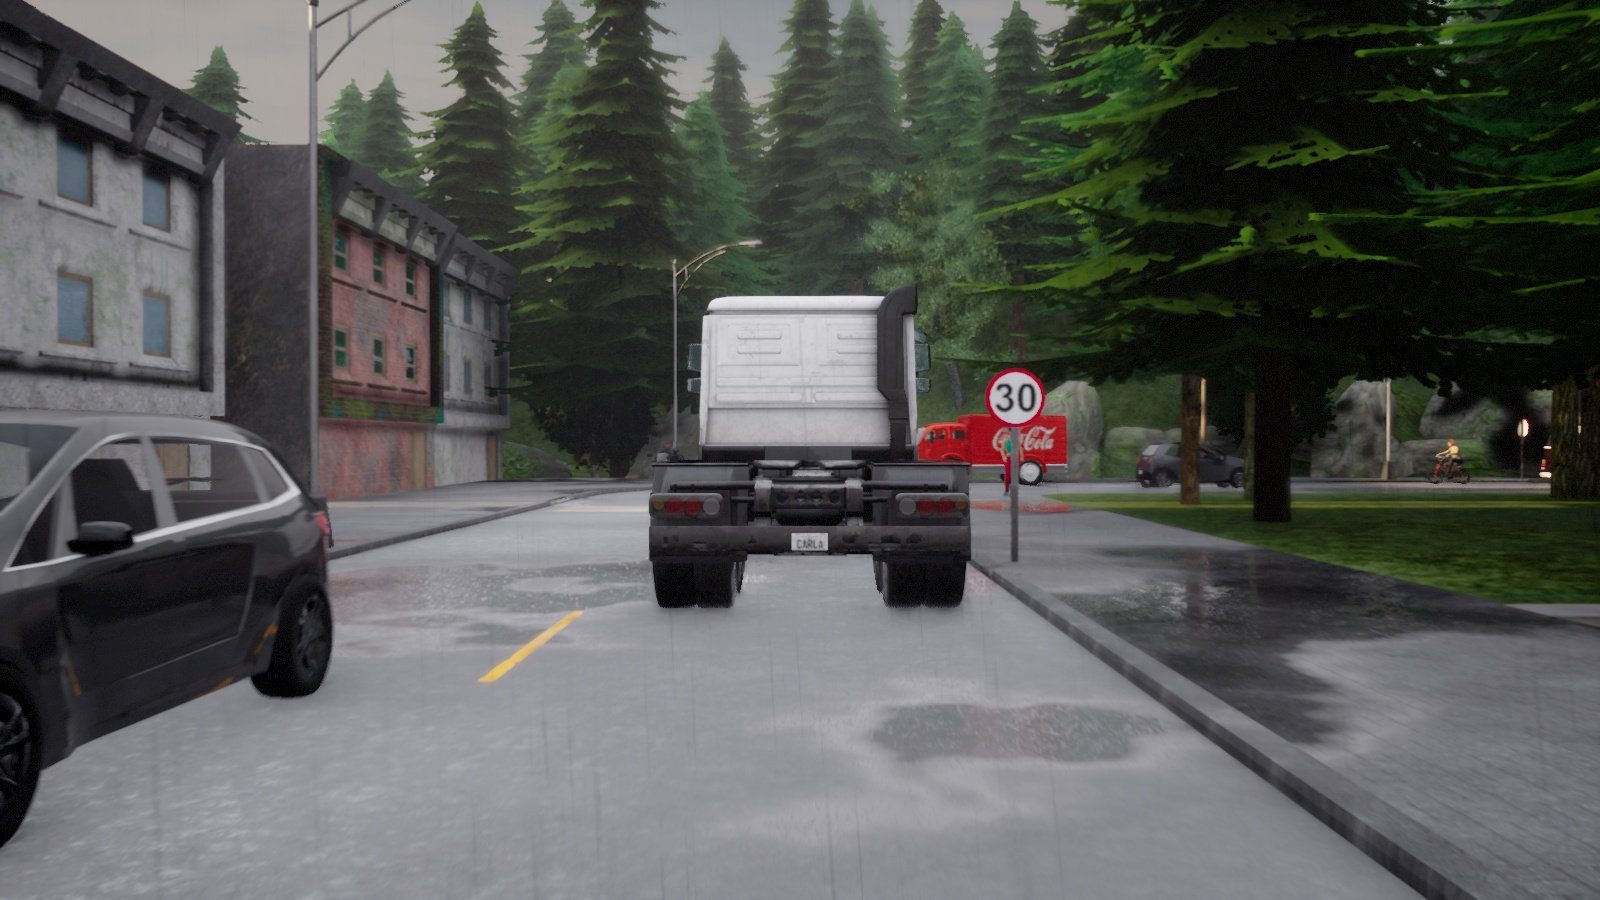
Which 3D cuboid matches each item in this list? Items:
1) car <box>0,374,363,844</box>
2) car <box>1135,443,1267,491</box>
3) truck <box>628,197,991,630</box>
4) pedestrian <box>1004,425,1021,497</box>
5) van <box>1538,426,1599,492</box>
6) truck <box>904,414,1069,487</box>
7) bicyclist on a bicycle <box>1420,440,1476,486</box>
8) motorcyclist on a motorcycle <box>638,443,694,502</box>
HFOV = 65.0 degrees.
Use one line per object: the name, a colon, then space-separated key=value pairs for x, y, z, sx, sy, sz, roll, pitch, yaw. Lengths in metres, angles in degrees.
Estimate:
car: x=-3.952 y=0.555 z=5.797 sx=2.242 sy=1.667 sz=4.611 roll=0 pitch=0 yaw=0
car: x=12.793 y=0.542 z=40.200 sx=3.633 sy=1.501 sz=1.845 roll=0 pitch=0 yaw=-1
truck: x=0.096 y=-0.315 z=14.005 sx=2.891 sy=3.462 sz=7.936 roll=0 pitch=0 yaw=0
pedestrian: x=5.445 y=0.277 z=32.204 sx=0.345 sy=1.836 sz=0.594 roll=0 pitch=0 yaw=2
van: x=26.488 y=0.264 z=40.207 sx=4.480 sy=2.038 sz=2.069 roll=0 pitch=0 yaw=0
truck: x=6.450 y=0.016 z=43.902 sx=5.204 sy=2.467 sz=2.627 roll=0 pitch=0 yaw=-6
bicyclist on a bicycle: x=22.790 y=0.450 z=44.197 sx=1.509 sy=1.612 sz=0.866 roll=0 pitch=0 yaw=0
motorcyclist on a motorcycle: x=-3.636 y=0.584 z=34.314 sx=0.866 sy=1.530 sz=2.191 roll=1 pitch=0 yaw=11
